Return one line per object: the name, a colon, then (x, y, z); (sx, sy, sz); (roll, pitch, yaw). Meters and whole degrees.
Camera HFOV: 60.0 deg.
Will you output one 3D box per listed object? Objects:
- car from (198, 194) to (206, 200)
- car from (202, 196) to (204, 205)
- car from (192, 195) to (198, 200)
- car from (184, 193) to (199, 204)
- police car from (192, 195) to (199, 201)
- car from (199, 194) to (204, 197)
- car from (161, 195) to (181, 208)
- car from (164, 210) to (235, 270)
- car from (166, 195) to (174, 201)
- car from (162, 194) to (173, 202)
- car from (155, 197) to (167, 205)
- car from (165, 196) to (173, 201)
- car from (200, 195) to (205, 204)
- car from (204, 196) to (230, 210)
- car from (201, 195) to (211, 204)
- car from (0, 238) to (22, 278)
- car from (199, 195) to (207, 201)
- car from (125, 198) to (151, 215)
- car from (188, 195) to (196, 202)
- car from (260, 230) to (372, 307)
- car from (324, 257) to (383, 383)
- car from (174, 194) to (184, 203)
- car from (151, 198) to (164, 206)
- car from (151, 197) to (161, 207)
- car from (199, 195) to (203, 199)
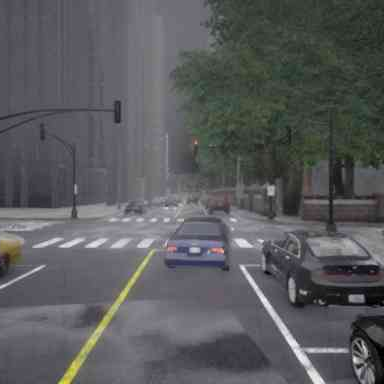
car: (2.751, 1.404, 94.455); (2.192, 1.841, 5.009); (0, 0, 0)
car: (2.757, 1.590, 45.346); (1.947, 1.339, 4.313); (0, 0, 0)
car: (0.888, 1.596, 95.089); (1.837, 1.490, 4.892); (0, 0, 0)
car: (0.038, 1.398, 63.777); (2.097, 1.767, 4.553); (0, 0, 0)
police car: (0.890, 1.499, 85.199); (1.930, 1.638, 5.238); (0, 0, 0)
car: (2.755, 1.484, 61.716); (1.967, 1.590, 4.097); (0, 0, 0)
car: (-3.094, 1.577, 50.196); (2.033, 1.411, 5.357); (0, 0, 0)
car: (0.398, 1.548, 11.072); (2.033, 1.411, 5.357); (0, 0, 8)
car: (-5.774, 1.624, 88.993); (1.887, 1.381, 4.507); (0, 0, 0)
car: (-5.772, 1.378, 78.079); (2.192, 1.841, 5.009); (0, 0, 0)
car: (-5.770, 1.626, 61.708); (1.802, 1.307, 4.206); (0, 0, 0)
car: (-5.773, 1.616, 83.536); (1.887, 1.381, 4.507); (0, 0, 0)
car: (2.757, 1.582, 50.802); (2.008, 1.369, 4.403); (0, 0, 0)
car: (2.759, 1.327, 34.434); (2.192, 1.841, 5.009); (0, 0, 0)
car: (2.755, 1.490, 67.172); (1.967, 1.590, 4.097); (0, 0, 0)
car: (-5.762, 1.526, 7.588); (1.752, 1.417, 4.829); (0, 0, 0)
car: (2.752, 1.597, 83.711); (1.752, 1.417, 4.829); (0, 0, 0)
car: (-5.766, 1.578, 34.423); (1.947, 1.339, 4.313); (0, 0, 0)
car: (-0.009, 1.405, 74.555); (1.882, 1.535, 5.008); (0, 0, 0)
car: (2.763, 1.551, 7.768); (2.008, 1.369, 4.403); (0, 0, 0)
car: (2.764, 1.566, 2.255); (1.947, 1.339, 4.313); (0, 0, 0)
car: (-3.010, 1.590, 66.858); (1.812, 1.442, 4.674); (0, 0, 0)
car: (-5.769, 1.619, 56.251); (1.802, 1.307, 4.206); (0, 0, 0)
car: (-5.769, 1.582, 50.794); (2.008, 1.369, 4.403); (0, 0, 0)
car: (2.756, 1.588, 56.259); (2.008, 1.369, 4.403); (0, 0, 0)
